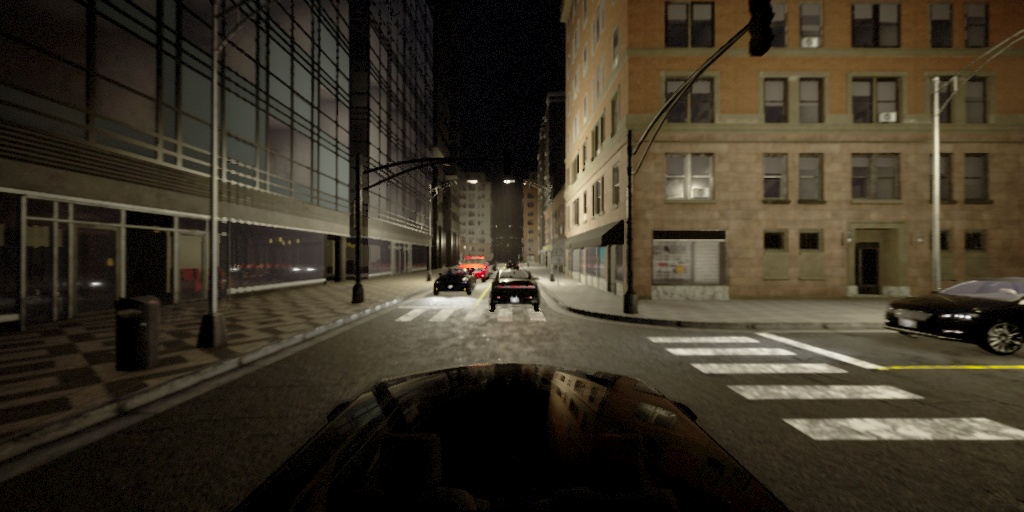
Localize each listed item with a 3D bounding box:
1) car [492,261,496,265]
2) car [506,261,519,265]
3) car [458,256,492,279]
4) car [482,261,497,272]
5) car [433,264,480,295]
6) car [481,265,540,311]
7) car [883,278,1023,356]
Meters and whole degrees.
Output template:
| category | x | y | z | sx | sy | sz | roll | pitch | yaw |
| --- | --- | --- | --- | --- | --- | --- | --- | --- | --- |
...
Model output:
| category | x | y | z | sx | sy | sz | roll | pitch | yaw |
| --- | --- | --- | --- | --- | --- | --- | --- | --- | --- |
| car | -3.117 | 1.389 | 39.455 | 1.812 | 1.442 | 4.674 | 0 | 0 | 0 |
| car | 0.069 | 1.428 | 51.015 | 1.812 | 1.442 | 4.674 | 0 | 0 | 0 |
| car | -3.107 | 1.054 | 29.562 | 2.150 | 2.045 | 5.566 | 0 | 0 | 0 |
| car | -3.063 | 1.420 | 49.744 | 1.812 | 1.442 | 4.674 | 0 | 0 | 0 |
| car | -3.109 | 1.368 | 20.141 | 1.994 | 1.385 | 4.181 | 0 | 0 | 0 |
| car | 0.092 | 1.282 | 14.640 | 2.128 | 1.511 | 4.902 | 0 | 0 | 0 |
| car | 11.327 | 1.241 | 8.063 | 4.902 | 1.511 | 2.128 | 0 | 0 | 0 |
